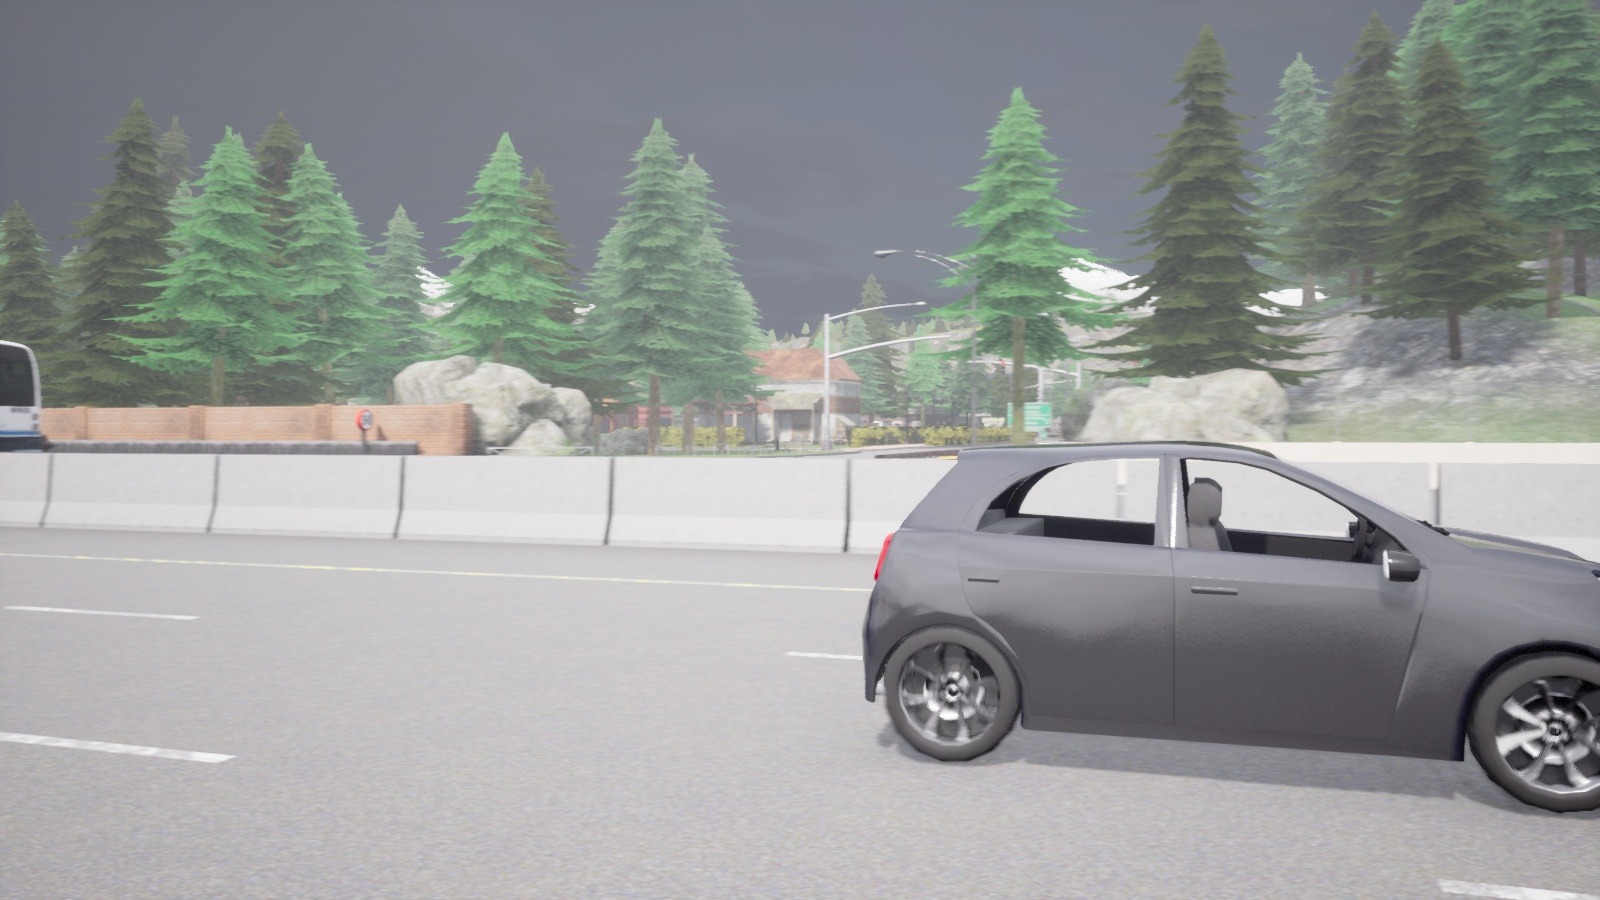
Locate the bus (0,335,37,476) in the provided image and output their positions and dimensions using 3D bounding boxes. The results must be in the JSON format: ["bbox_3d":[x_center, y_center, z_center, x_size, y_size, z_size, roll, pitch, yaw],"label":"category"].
[{"bbox_3d":[-29.271,-1.405,38.868,10.273,4.253,3.944,1,1,19],"label":"bus"}]

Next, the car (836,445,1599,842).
[{"bbox_3d":[2.185,0.750,6.151,3.633,1.501,1.845,1,1,19],"label":"car"}]
